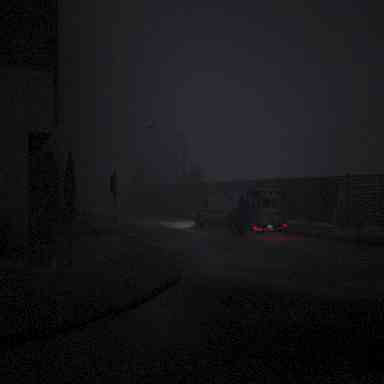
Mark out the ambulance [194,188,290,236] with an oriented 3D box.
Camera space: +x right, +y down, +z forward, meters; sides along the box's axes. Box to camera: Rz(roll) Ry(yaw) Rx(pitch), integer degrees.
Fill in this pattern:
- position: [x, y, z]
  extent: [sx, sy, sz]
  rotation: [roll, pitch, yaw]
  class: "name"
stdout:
- position: [2.412, 1.031, 18.898]
  extent: [2.351, 2.431, 6.366]
  rotation: [0, 0, -30]
  class: "ambulance"
